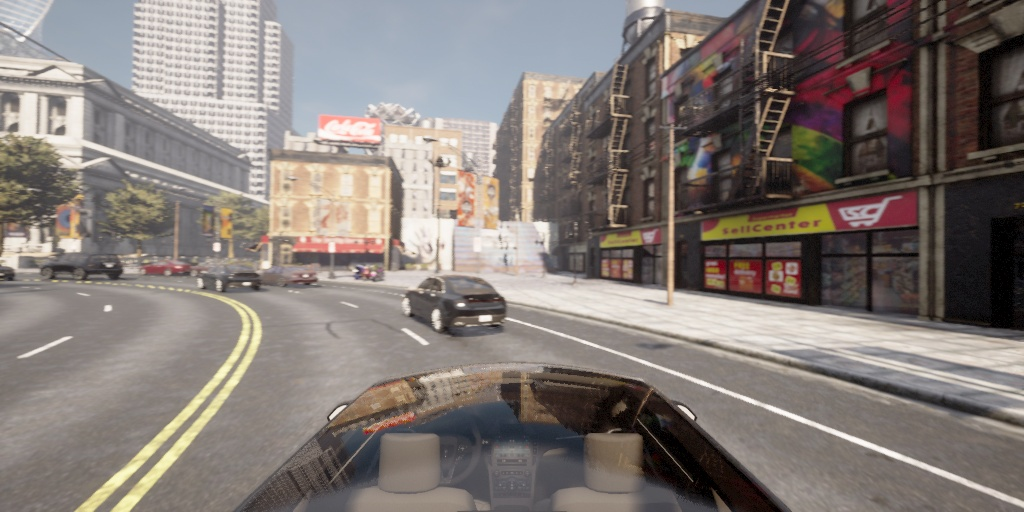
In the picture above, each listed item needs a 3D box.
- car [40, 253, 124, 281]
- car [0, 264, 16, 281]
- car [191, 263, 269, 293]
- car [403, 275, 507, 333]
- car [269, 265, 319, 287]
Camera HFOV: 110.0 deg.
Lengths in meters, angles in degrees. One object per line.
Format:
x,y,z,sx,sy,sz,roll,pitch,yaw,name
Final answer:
-32.337,0.763,27.056,5.566,2.045,2.150,1,-1,12,car
-36.260,0.931,24.050,5.008,1.535,1.882,0,-1,8,car
-16.199,1.212,20.538,4.892,1.490,1.837,1,-1,34,car
-1.952,1.323,11.151,1.837,1.490,4.892,2,-1,-32,car
-15.324,1.303,24.236,5.357,1.411,2.033,0,-1,31,car
